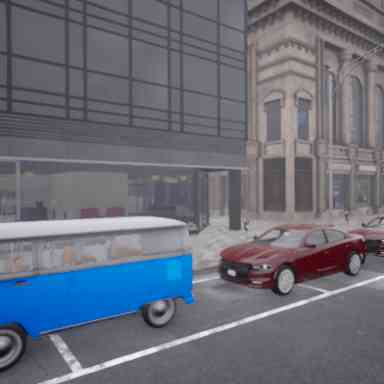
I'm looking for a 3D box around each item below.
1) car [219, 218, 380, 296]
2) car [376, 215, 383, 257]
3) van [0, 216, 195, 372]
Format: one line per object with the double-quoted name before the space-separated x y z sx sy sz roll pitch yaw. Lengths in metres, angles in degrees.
"car" 2.703 1.509 8.577 4.507 1.381 1.887 0 0 -35
"car" 7.264 1.480 11.828 4.507 1.381 1.887 0 0 -35
"van" -1.861 1.334 5.326 3.998 1.788 1.690 0 0 -35
